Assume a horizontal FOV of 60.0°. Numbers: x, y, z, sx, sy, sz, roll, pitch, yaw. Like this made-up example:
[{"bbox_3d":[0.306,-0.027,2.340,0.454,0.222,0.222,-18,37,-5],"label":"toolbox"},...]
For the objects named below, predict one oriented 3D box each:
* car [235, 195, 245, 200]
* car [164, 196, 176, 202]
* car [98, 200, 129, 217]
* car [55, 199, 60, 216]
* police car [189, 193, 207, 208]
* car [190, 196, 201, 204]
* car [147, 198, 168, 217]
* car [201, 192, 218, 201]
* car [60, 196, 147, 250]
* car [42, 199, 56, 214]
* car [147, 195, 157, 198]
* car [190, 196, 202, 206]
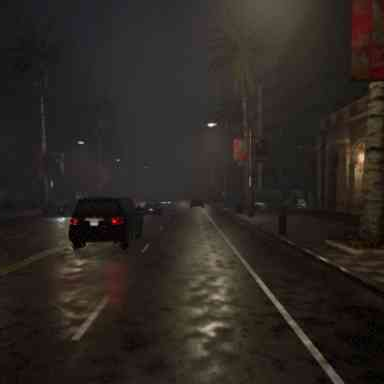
[{"bbox_3d":[13.583,1.405,87.654,5.008,1.535,1.882,0,0,-36],"label":"car"},{"bbox_3d":[-5.102,1.494,73.741,1.994,1.385,4.181,0,0,18],"label":"car"},{"bbox_3d":[-7.349,1.551,31.536,1.994,1.385,4.181,0,0,0],"label":"car"},{"bbox_3d":[-10.848,1.515,31.449,1.812,1.442,4.674,0,0,0],"label":"car"},{"bbox_3d":[0.673,1.399,46.484,1.930,1.638,5.238,0,0,0],"label":"police car"},{"bbox_3d":[0.619,1.491,61.949,1.812,1.442,4.674,0,0,3],"label":"car"},{"bbox_3d":[-3.656,1.549,31.672,1.994,1.385,4.181,0,0,0],"label":"car"},{"bbox_3d":[3.859,0.995,76.889,2.150,2.045,5.566,0,0,32],"label":"car"},{"bbox_3d":[-3.513,1.216,14.540,2.150,2.045,5.566,0,0,0],"label":"car"},{"bbox_3d":[-13.865,1.471,34.608,2.231,1.521,4.892,0,0,0],"label":"car"},{"bbox_3d":[-9.226,1.443,72.328,1.882,1.535,5.008,0,0,14],"label":"car"},{"bbox_3d":[0.591,1.446,56.374,1.882,1.535,5.008,0,0,0],"label":"car"}]
